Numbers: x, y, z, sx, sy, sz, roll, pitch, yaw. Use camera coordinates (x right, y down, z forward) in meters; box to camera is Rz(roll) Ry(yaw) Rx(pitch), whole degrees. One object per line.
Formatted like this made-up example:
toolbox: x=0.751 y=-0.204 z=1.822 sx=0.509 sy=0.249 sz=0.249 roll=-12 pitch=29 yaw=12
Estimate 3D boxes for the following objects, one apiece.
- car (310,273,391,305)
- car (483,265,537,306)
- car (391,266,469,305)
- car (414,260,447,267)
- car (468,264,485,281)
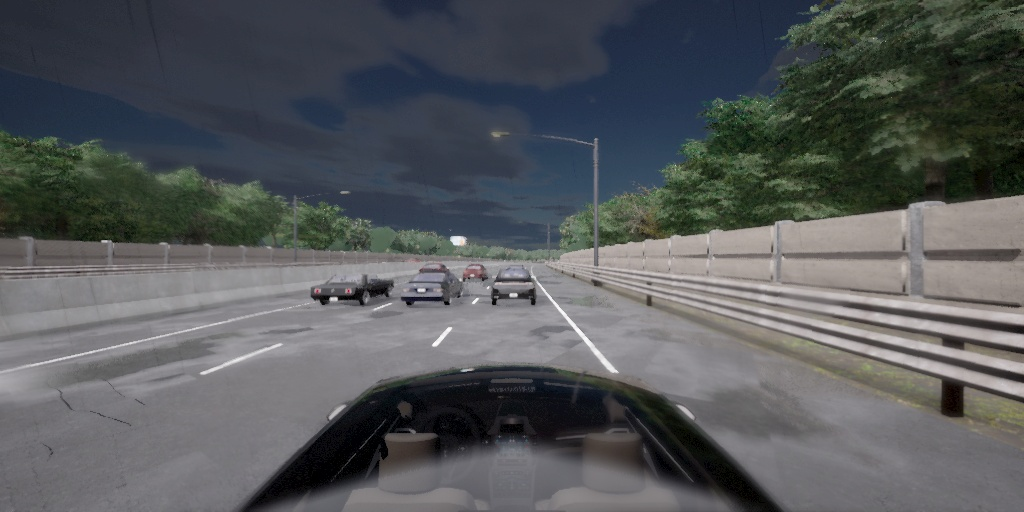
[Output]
car: x=-6.908 y=1.408 z=16.189 sx=1.895 sy=1.301 sz=4.718 roll=0 pitch=0 yaw=1
car: x=0.091 y=1.287 z=16.072 sx=2.128 sy=1.511 sz=4.902 roll=0 pitch=0 yaw=1
car: x=-3.409 y=1.355 z=16.116 sx=2.033 sy=1.411 sz=5.357 roll=0 pitch=0 yaw=1
car: x=-6.628 y=1.356 z=31.092 sx=1.882 sy=1.535 sz=5.008 roll=0 pitch=0 yaw=1
car: x=-3.129 y=1.405 z=31.004 sx=1.812 sy=1.442 sz=4.674 roll=0 pitch=0 yaw=1
